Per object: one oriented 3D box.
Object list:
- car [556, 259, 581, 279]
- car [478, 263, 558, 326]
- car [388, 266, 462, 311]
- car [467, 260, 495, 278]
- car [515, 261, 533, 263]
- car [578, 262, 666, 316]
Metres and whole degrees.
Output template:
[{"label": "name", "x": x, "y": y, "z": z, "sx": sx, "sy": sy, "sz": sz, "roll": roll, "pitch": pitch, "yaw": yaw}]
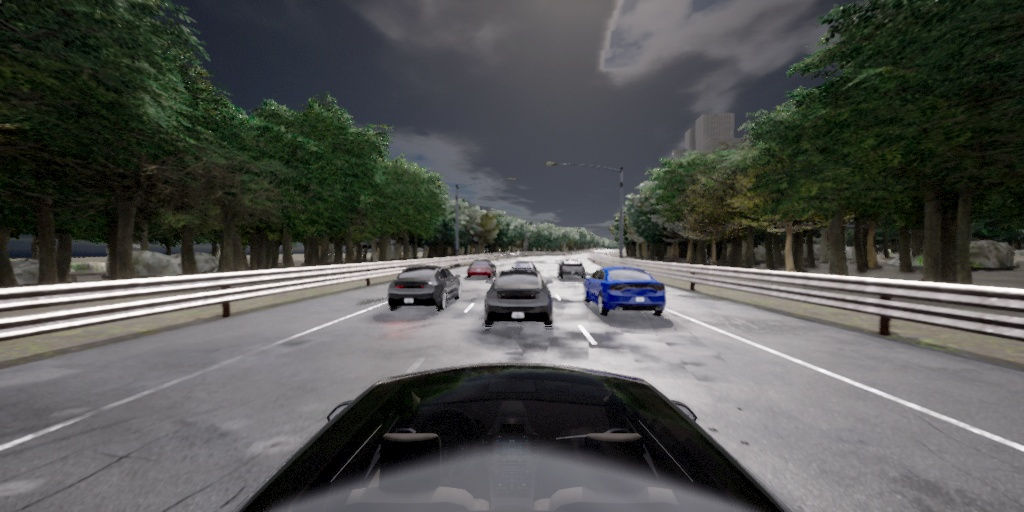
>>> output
[{"label": "car", "x": 4.590, "y": 0.946, "z": 28.253, "sx": 2.128, "sy": 1.511, "sz": 4.902, "roll": 0, "pitch": 1, "yaw": 4}, {"label": "car", "x": 0.229, "y": 1.155, "z": 11.164, "sx": 1.837, "sy": 1.490, "sz": 4.892, "roll": 0, "pitch": 1, "yaw": 2}, {"label": "car", "x": -3.174, "y": 1.125, "z": 13.773, "sx": 1.837, "sy": 1.490, "sz": 4.892, "roll": 0, "pitch": 1, "yaw": 2}, {"label": "car", "x": -2.364, "y": 1.001, "z": 29.093, "sx": 1.994, "sy": 1.385, "sz": 4.181, "roll": 0, "pitch": 1, "yaw": 4}, {"label": "car", "x": 0.813, "y": 1.048, "z": 24.710, "sx": 2.033, "sy": 1.411, "sz": 5.357, "roll": 0, "pitch": 1, "yaw": 4}, {"label": "car", "x": 3.794, "y": 1.112, "z": 12.869, "sx": 1.882, "sy": 1.535, "sz": 5.008, "roll": 0, "pitch": 0, "yaw": 2}]
